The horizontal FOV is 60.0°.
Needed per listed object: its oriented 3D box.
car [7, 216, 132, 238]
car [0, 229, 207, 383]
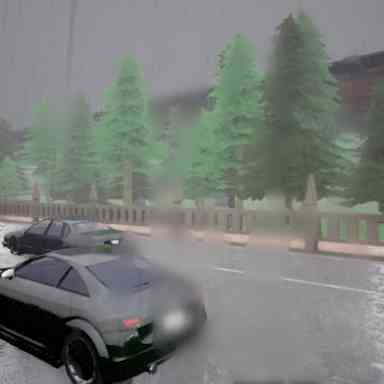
[{"bbox_3d":[-4.345,1.554,11.394,5.357,1.411,2.033,0,0,35],"label":"car"},{"bbox_3d":[-1.845,1.566,5.303,4.181,1.385,1.994,0,0,36],"label":"car"}]
